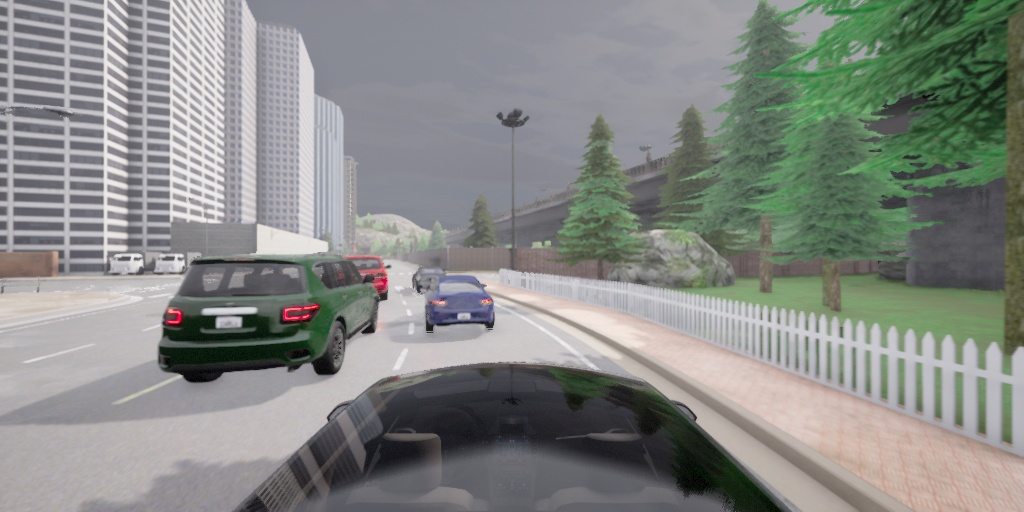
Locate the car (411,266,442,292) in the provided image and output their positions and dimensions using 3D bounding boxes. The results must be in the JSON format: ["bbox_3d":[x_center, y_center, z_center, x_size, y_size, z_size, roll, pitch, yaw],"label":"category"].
[{"bbox_3d":[-4.968,1.334,21.644,2.033,1.411,5.357,0,0,-19],"label":"car"}]

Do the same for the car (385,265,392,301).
[{"bbox_3d":[-7.121,1.003,17.390,2.150,2.045,5.566,0,0,-18],"label":"car"}]

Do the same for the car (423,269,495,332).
[{"bbox_3d":[-1.698,1.291,10.895,1.812,1.442,4.674,0,0,-14],"label":"car"}]

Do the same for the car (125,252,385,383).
[{"bbox_3d":[-4.276,0.985,7.432,2.150,2.045,5.566,0,0,-11],"label":"car"}]
